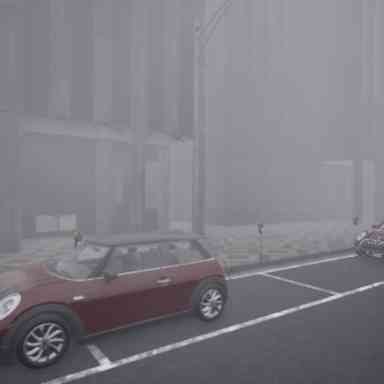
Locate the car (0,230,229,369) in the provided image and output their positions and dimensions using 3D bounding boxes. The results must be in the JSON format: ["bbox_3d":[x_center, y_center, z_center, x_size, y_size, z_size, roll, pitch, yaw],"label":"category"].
[{"bbox_3d":[-1.381,1.464,5.668,4.097,1.590,1.967,1,-1,-36],"label":"car"}]

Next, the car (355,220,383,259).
[{"bbox_3d":[7.793,1.598,12.220,4.097,1.590,1.967,1,-1,-36],"label":"car"}]
